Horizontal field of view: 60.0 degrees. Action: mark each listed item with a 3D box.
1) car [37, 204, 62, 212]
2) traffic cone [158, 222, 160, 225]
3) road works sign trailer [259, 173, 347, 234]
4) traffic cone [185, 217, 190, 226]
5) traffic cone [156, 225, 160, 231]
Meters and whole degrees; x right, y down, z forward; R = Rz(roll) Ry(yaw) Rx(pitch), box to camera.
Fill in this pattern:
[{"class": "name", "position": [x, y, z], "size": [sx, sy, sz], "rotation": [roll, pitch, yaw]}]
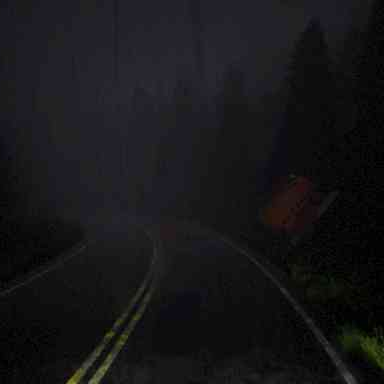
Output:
[{"class": "car", "position": [-17.845, 2.325, 41.555], "size": [1.837, 1.490, 4.892], "rotation": [-5, 1, -43]}, {"class": "traffic cone", "position": [-1.751, 2.064, 18.444], "size": [0.340, 0.580, 0.340], "rotation": [-1, 0, -8]}, {"class": "road works sign trailer", "position": [4.392, 1.002, 12.123], "size": [2.880, 2.380, 3.560], "rotation": [39, 6, 5]}, {"class": "traffic cone", "position": [-0.323, 2.024, 22.670], "size": [0.340, 0.580, 0.340], "rotation": [-2, 0, -8]}, {"class": "traffic cone", "position": [-1.486, 2.056, 16.462], "size": [0.340, 0.580, 0.340], "rotation": [-1, 0, -8]}]
